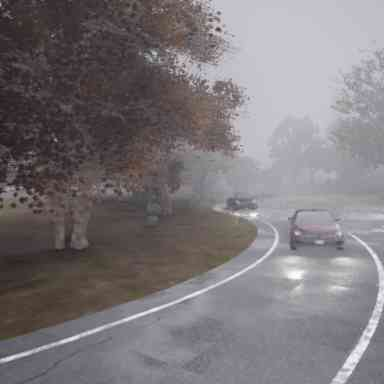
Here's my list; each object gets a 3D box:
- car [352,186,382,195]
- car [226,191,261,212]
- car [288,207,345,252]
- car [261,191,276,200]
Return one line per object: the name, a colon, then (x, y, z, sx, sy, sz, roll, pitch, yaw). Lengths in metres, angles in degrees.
car: (29.836, -0.314, 56.204, 5.008, 1.535, 1.882, -1, 1, 11)
car: (4.676, 0.849, 32.005, 2.097, 1.767, 4.553, -2, 1, -6)
car: (4.954, 1.387, 13.582, 1.812, 1.442, 4.674, -1, 1, 16)
car: (10.656, 0.526, 50.496, 4.718, 1.301, 1.895, -3, 2, -42)
